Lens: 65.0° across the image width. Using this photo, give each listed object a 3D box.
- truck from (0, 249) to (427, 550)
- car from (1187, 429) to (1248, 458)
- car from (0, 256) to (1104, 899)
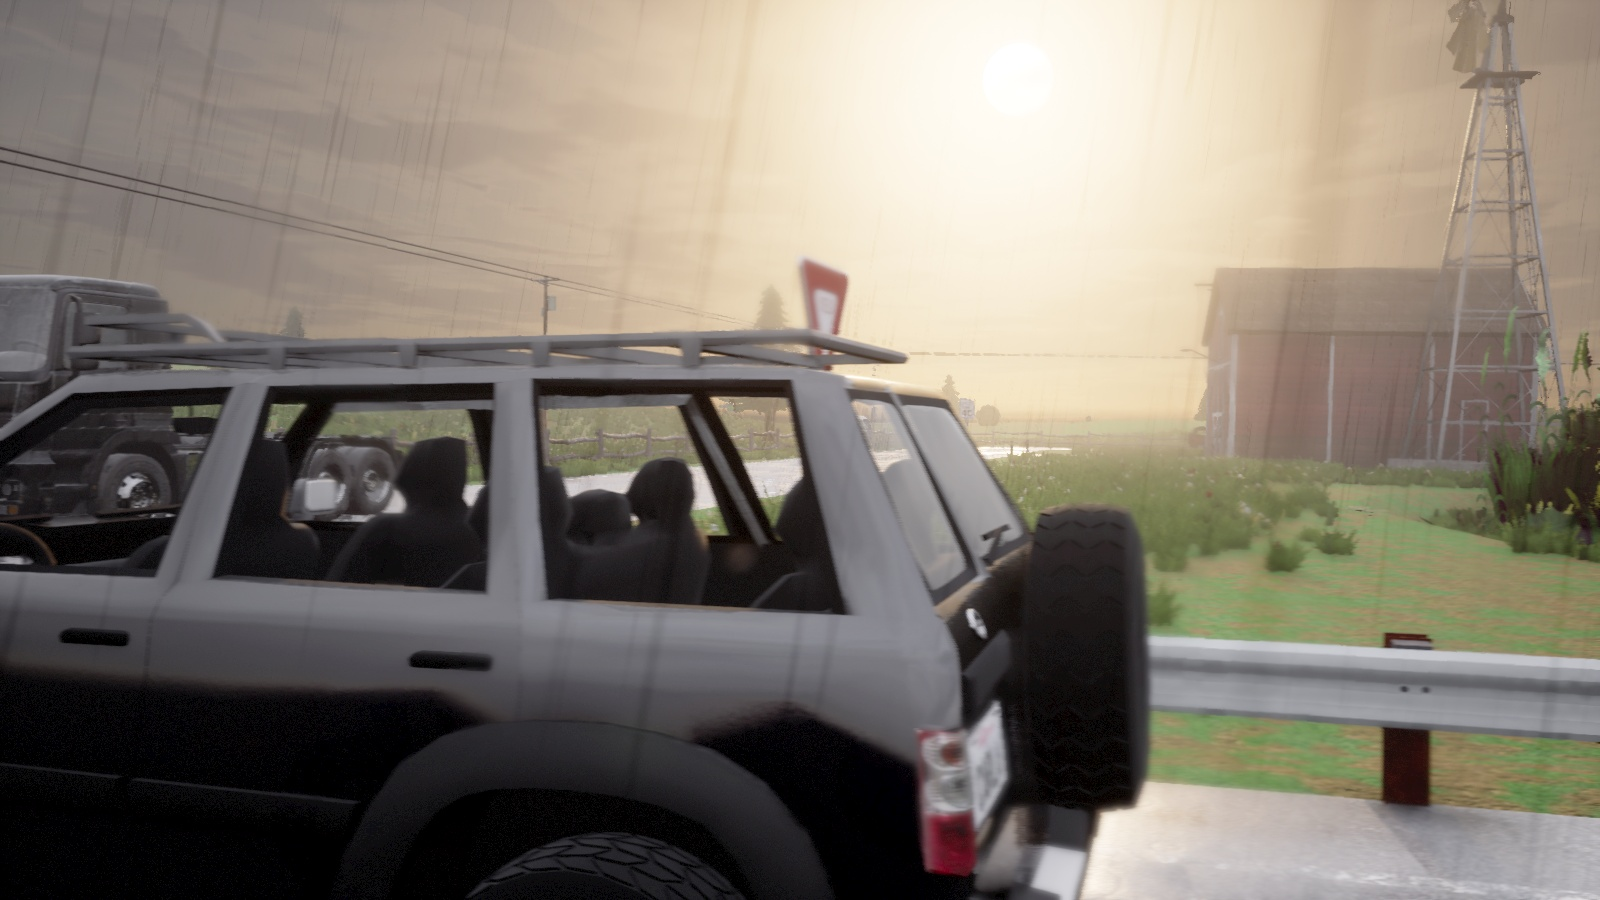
[{"bbox_3d":[-9.122,-0.693,18.666,2.891,3.462,7.936,2,2,17],"label":"truck"},{"bbox_3d":[29.680,-0.474,89.313,3.866,1.878,1.905,2,1,11],"label":"car"},{"bbox_3d":[-1.560,0.569,3.667,4.605,1.855,1.932,1,1,18],"label":"car"}]
